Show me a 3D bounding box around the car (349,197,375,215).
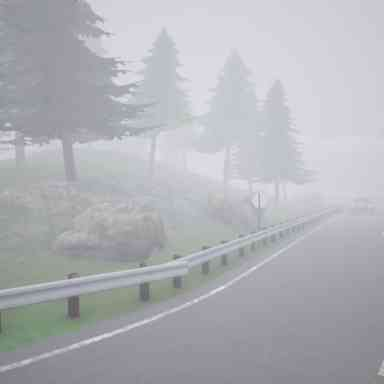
[{"bbox_3d":[17.154,1.350,33.507,2.097,1.767,4.553,0,0,31],"label":"car"}]
